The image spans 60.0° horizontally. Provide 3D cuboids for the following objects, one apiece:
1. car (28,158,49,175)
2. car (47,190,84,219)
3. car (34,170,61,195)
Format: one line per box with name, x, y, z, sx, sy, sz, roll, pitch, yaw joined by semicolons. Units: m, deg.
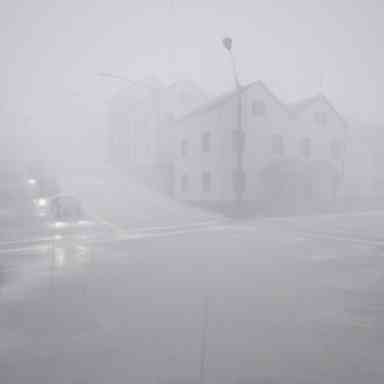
car;-19.554;-3.224;42.360;2.097;1.767;4.553;0;13;-30
car;-9.597;1.016;25.410;1.812;1.442;4.674;0;7;-30
car;-14.591;-0.759;33.882;1.837;1.490;4.892;0;14;-30
